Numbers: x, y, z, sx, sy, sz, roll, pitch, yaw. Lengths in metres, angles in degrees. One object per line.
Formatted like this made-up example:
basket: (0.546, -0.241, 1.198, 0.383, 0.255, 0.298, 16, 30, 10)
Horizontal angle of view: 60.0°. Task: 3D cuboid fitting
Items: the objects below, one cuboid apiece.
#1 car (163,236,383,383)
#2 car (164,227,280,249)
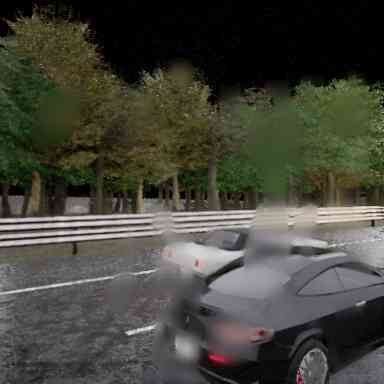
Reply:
car: (1.802, 1.546, 4.961, 4.674, 1.442, 1.812, 0, 0, -35)
car: (1.685, 1.632, 9.141, 4.718, 1.301, 1.895, 0, 0, -35)
